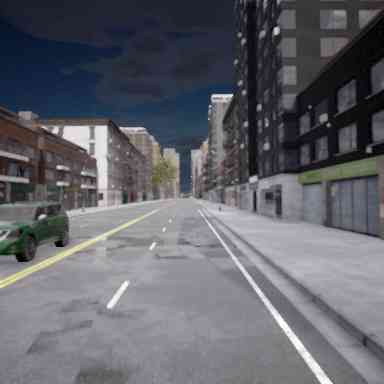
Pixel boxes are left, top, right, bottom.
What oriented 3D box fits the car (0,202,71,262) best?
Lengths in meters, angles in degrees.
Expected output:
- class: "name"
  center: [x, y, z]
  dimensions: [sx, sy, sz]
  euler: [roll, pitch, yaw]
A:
- class: "car"
  center: [-6.718, 1.430, 13.326]
  dimensions: [2.150, 2.045, 5.566]
  euler: [0, -1, -1]
